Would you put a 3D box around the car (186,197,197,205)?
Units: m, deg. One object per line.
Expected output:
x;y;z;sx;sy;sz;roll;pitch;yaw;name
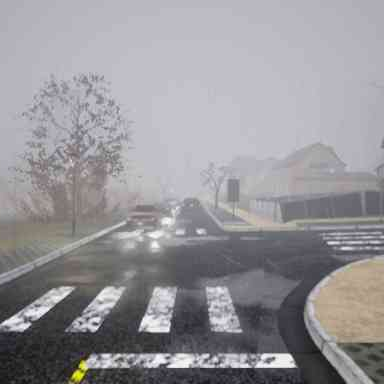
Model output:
-0.125;1.595;59.795;1.895;1.301;4.718;0;0;0;car

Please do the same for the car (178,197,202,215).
-0.031;1.340;34.275;2.097;1.767;4.553;0;0;0;car

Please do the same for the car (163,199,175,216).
-2.969;1.589;32.259;1.895;1.301;4.718;0;0;0;car

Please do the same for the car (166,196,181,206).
-3.011;1.483;54.479;2.128;1.511;4.902;0;0;0;car

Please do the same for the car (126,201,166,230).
-2.928;1.515;21.017;1.812;1.442;4.674;0;0;0;car

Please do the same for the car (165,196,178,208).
-3.014;1.514;43.915;1.812;1.442;4.674;0;0;1;car
